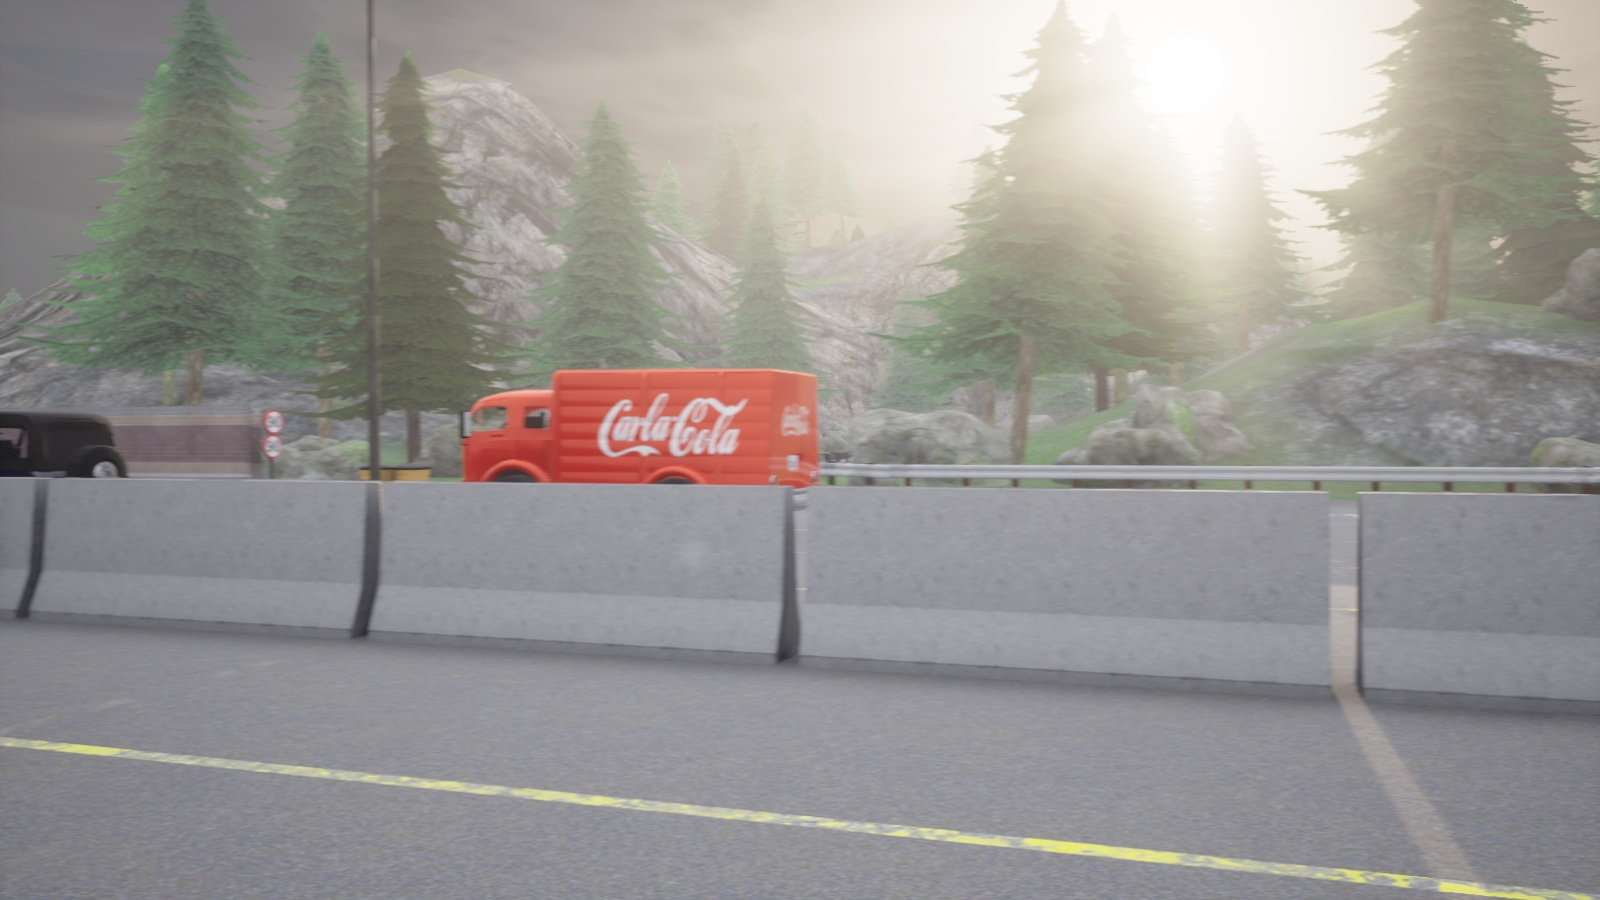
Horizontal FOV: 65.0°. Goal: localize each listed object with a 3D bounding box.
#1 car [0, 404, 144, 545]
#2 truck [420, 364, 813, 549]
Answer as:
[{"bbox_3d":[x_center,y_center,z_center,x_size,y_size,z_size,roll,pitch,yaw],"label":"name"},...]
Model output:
[{"bbox_3d":[-11.797,0.299,18.203,3.866,1.878,1.905,0,1,18],"label":"car"},{"bbox_3d":[-2.690,0.038,18.848,5.204,2.467,2.627,1,1,18],"label":"truck"}]
